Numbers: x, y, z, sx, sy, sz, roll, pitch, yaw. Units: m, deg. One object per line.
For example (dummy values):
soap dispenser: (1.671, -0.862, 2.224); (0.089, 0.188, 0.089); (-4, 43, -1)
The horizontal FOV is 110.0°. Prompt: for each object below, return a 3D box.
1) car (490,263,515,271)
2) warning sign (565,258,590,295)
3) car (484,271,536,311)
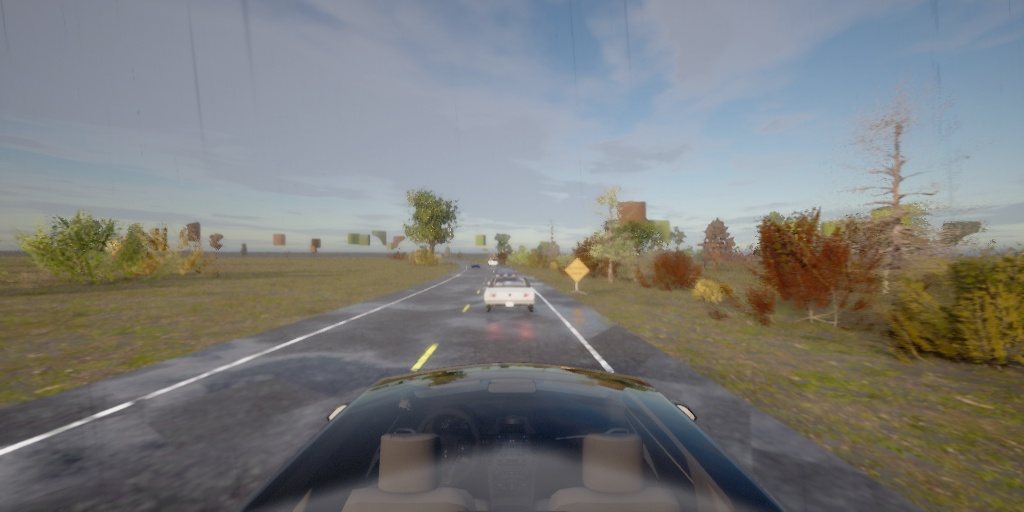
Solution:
car: (-0.563, 1.545, 29.458); (2.033, 1.411, 5.357); (0, 0, -2)
warning sign: (3.356, 1.017, 18.623); (1.300, 1.860, 1.060); (0, 0, -1)
car: (-0.111, 1.474, 15.150); (1.895, 1.301, 4.718); (0, 0, -1)
